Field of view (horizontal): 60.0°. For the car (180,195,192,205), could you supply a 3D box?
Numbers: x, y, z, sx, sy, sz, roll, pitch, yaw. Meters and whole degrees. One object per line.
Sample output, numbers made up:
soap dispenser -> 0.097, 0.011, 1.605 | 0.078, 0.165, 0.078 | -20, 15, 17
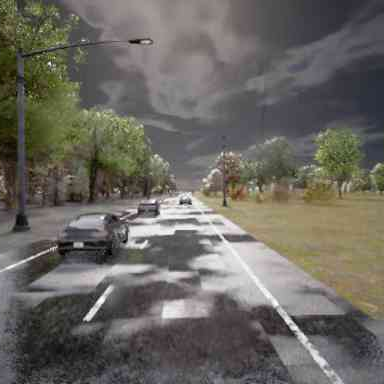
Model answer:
car -> -1.027, 1.382, 54.992 | 1.994, 1.385, 4.181 | 0, 0, -1

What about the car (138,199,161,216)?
car -> -4.045, 1.407, 31.910 | 2.128, 1.511, 4.902 | 0, 0, -1

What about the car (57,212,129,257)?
car -> -3.645, 1.505, 12.844 | 1.812, 1.442, 4.674 | 0, 0, -1

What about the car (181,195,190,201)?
car -> -1.508, 1.356, 73.269 | 1.895, 1.301, 4.718 | 0, 0, -1
